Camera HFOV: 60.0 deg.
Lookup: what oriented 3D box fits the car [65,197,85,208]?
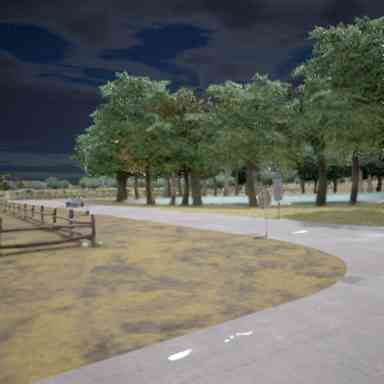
[{"bbox_3d":[-17.847,1.596,50.593,1.837,1.490,4.892,-3,2,-35],"label":"car"}]
